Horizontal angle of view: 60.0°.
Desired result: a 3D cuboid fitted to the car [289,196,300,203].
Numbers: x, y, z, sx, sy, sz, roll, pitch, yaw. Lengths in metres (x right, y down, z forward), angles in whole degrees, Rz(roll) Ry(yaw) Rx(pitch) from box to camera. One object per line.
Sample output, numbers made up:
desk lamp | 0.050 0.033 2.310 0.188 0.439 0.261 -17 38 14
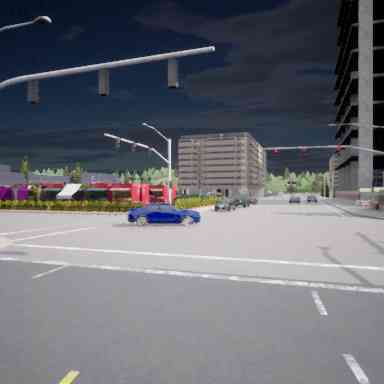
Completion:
car | 20.677 1.560 66.984 1.994 1.385 4.181 0 0 18

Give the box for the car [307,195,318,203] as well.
car | 24.573 1.540 67.778 2.033 1.411 5.357 0 0 18

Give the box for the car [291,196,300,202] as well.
car | 24.373 1.551 78.308 1.994 1.385 4.181 0 0 18

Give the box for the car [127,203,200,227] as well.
car | -1.951 1.515 22.905 5.008 1.535 1.882 0 1 -4

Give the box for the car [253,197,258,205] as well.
car | 10.359 1.563 58.613 1.994 1.385 4.181 0 0 19

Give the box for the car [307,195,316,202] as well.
car | 27.840 1.523 77.641 1.812 1.442 4.674 0 0 18

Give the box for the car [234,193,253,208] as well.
car | 7.157 1.221 49.079 2.150 2.045 5.566 0 0 18

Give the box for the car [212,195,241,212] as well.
car | 4.024 1.491 39.686 2.128 1.511 4.902 0 0 18
